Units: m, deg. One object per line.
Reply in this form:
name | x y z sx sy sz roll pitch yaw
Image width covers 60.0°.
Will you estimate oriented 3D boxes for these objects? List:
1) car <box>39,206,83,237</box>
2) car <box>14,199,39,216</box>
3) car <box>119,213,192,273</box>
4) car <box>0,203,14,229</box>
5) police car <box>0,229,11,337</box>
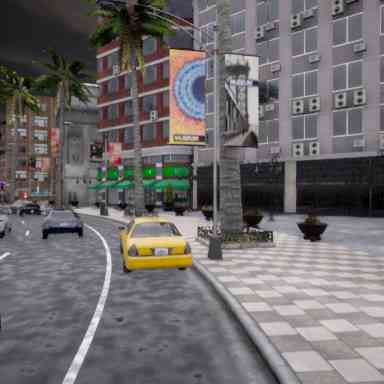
car | -7.150 1.557 18.209 1.994 1.385 4.181 0 0 -24
car | -16.257 1.490 32.198 1.837 1.490 4.892 0 0 -43
car | -1.367 1.455 10.770 1.801 1.575 5.366 0 0 -14
car | -10.608 1.514 17.346 1.812 1.442 4.674 0 0 -25
police car | -3.232 1.422 2.352 1.930 1.638 5.238 0 0 -4
